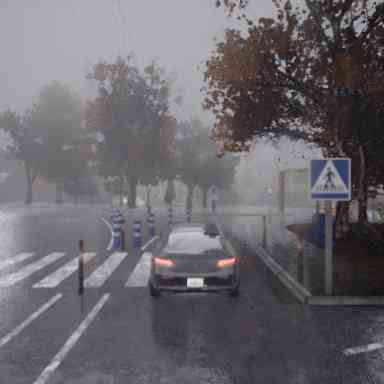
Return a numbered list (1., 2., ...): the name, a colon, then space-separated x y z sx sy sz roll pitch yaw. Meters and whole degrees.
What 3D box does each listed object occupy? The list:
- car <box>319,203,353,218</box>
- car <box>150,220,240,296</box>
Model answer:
1. car: 14.382 1.836 33.205 5.008 1.535 1.882 2 -1 -44
2. car: 0.046 1.429 8.256 1.812 1.442 4.674 0 1 0
